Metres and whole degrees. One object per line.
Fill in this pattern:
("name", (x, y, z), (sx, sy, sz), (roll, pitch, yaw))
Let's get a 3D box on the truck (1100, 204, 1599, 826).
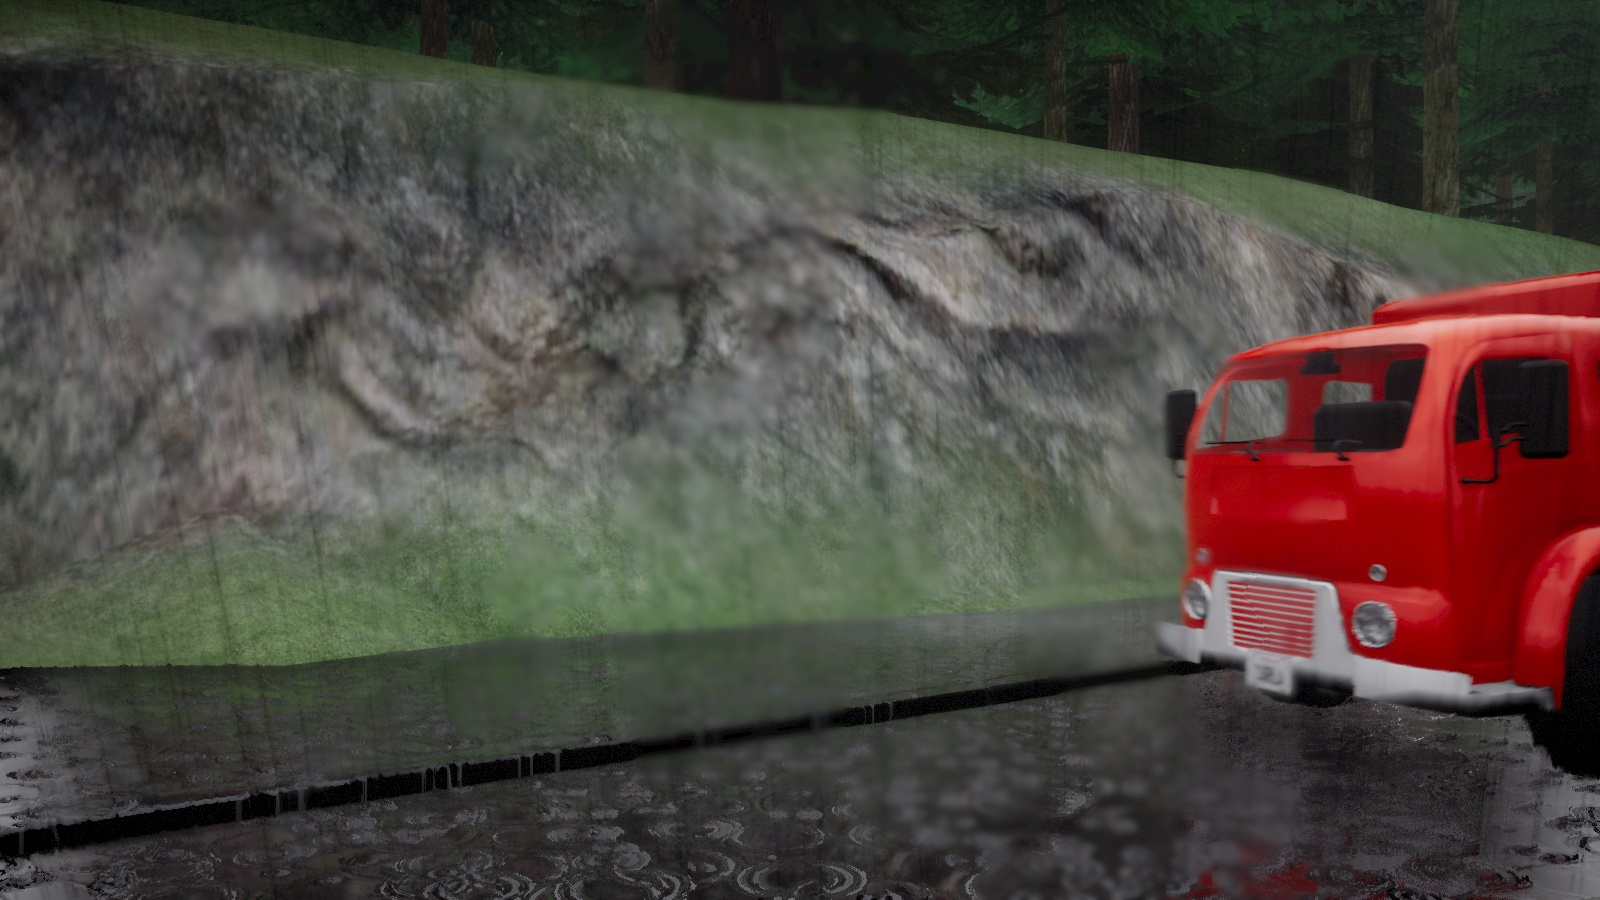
("truck", (4.685, 0.265, 7.214), (5.204, 2.467, 2.627), (0, -1, -23))
